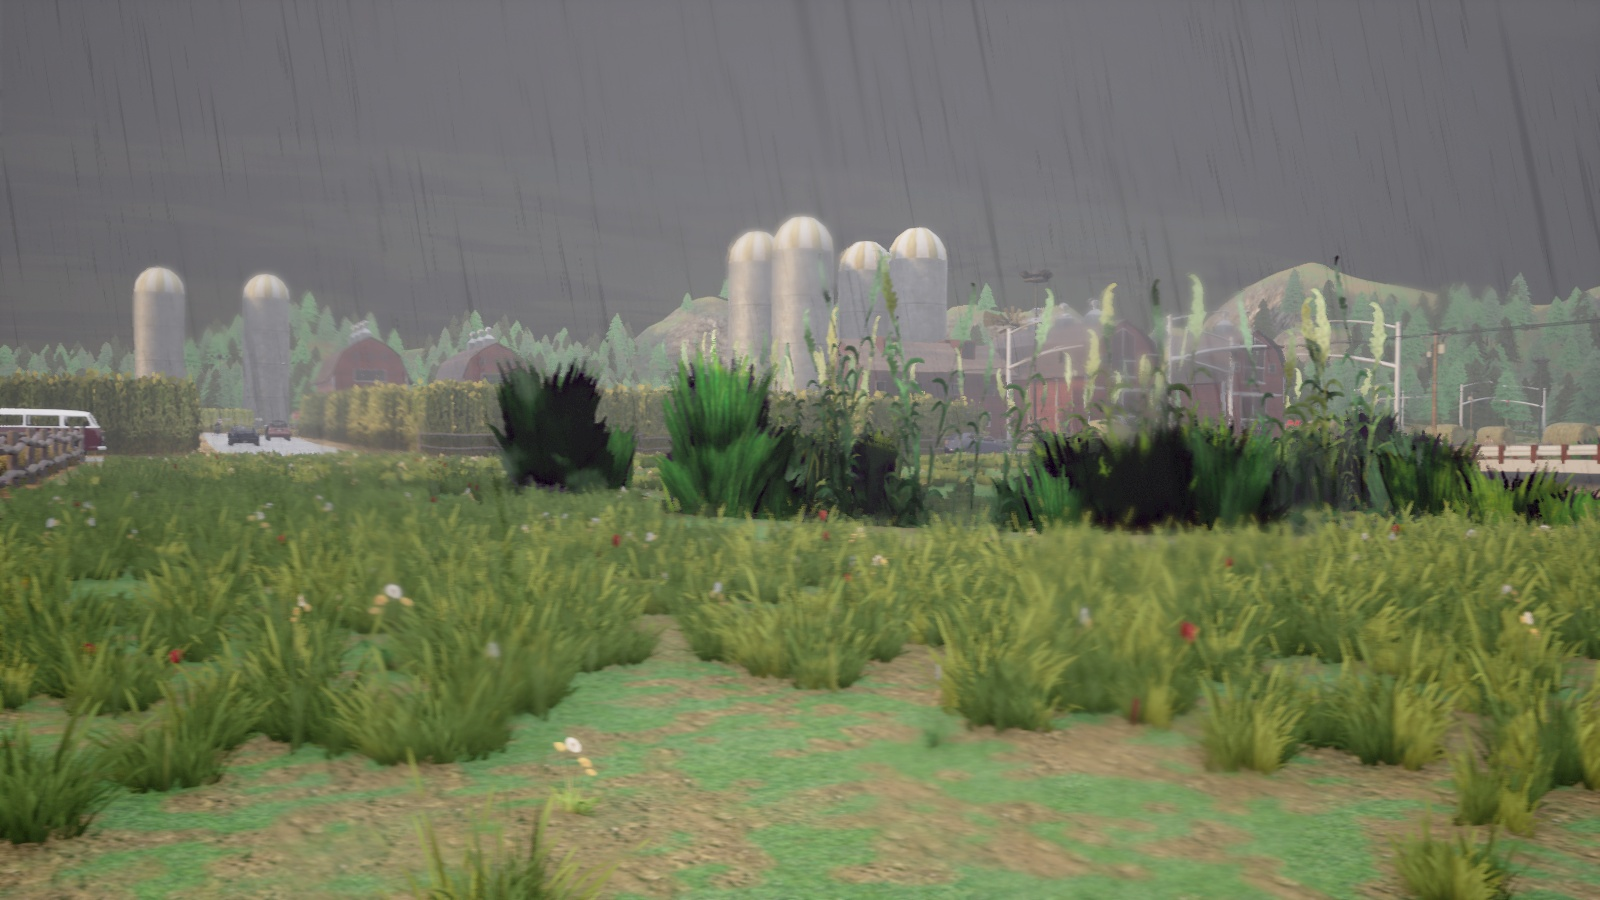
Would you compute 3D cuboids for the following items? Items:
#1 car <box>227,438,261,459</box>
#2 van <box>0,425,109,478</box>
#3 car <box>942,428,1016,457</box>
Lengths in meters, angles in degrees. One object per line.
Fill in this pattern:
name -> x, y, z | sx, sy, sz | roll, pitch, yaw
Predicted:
car -> -37.697, -0.113, 85.125 | 1.895, 1.301, 4.718 | -1, 1, -26
van -> -29.952, 0.038, 49.641 | 4.480, 2.038, 2.069 | -1, 1, -26
car -> 9.870, -0.425, 69.431 | 3.633, 1.501, 1.845 | -1, 1, -26
